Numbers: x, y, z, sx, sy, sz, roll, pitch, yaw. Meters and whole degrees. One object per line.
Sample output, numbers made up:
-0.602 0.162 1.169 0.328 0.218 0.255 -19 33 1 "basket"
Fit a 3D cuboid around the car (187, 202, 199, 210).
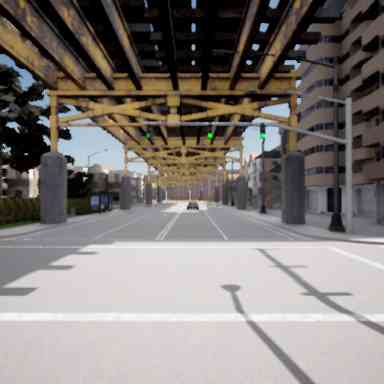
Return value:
0.154 2.268 54.218 1.994 1.385 4.181 0 -1 0 "car"
